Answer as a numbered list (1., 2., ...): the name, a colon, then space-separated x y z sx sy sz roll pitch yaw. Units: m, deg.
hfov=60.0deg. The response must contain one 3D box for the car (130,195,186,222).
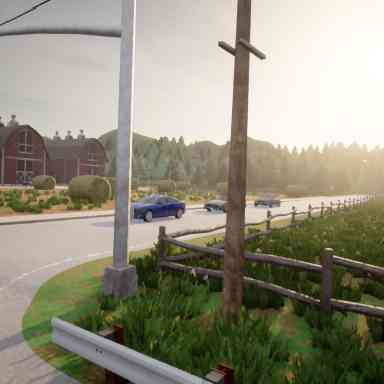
1. car: -2.351 0.947 21.185 1.882 1.535 5.008 3 2 33

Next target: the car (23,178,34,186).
1. car: -38.868 -2.310 79.365 1.905 1.878 3.866 8 2 -13

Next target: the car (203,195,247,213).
1. car: 3.093 1.000 29.443 2.033 1.411 5.357 3 2 33

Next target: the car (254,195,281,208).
1. car: 8.614 1.001 37.795 1.994 1.385 4.181 3 2 33
